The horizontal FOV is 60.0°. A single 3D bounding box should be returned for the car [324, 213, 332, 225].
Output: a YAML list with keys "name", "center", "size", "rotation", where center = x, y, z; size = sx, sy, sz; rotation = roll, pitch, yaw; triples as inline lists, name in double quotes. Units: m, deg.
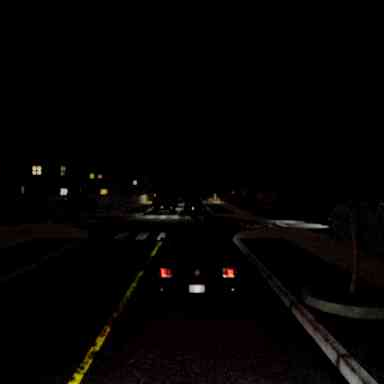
- name: "car"
  center: [11.715, 1.761, 23.695]
  size: [4.181, 1.385, 1.994]
  rotation: [1, -1, -1]

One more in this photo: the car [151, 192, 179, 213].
- name: "car"
  center: [-2.849, 1.062, 34.191]
  size: [2.150, 2.045, 5.566]
  rotation: [0, 0, 0]

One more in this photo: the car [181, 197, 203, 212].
- name: "car"
  center: [0.101, 1.340, 35.336]
  size: [1.837, 1.490, 4.892]
  rotation: [0, 0, 0]

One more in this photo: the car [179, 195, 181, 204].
- name: "car"
  center: [-2.841, 1.311, 44.712]
  size: [1.837, 1.490, 4.892]
  rotation: [0, 0, 0]

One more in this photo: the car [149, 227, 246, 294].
- name: "car"
  center: [0.099, 1.554, 8.581]
  size: [1.895, 1.301, 4.718]
  rotation: [0, 0, 0]

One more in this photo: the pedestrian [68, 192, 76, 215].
- name: "pedestrian"
  center: [-9.629, 0.889, 26.607]
  size: [0.375, 1.860, 0.375]
  rotation: [0, -2, 0]

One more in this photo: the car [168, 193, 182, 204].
- name: "car"
  center: [-2.814, 1.131, 56.177]
  size: [2.097, 1.767, 4.553]
  rotation: [0, 0, 0]
